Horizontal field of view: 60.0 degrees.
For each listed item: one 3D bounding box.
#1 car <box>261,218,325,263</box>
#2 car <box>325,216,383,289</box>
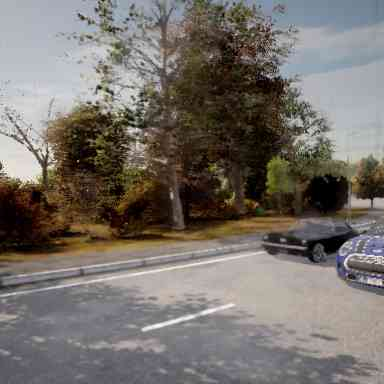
[{"bbox_3d":[4.660,1.678,12.481,4.718,1.301,1.895,0,-1,-42],"label":"car"},{"bbox_3d":[5.733,1.391,8.824,4.553,1.767,2.097,0,-1,-41],"label":"car"}]
